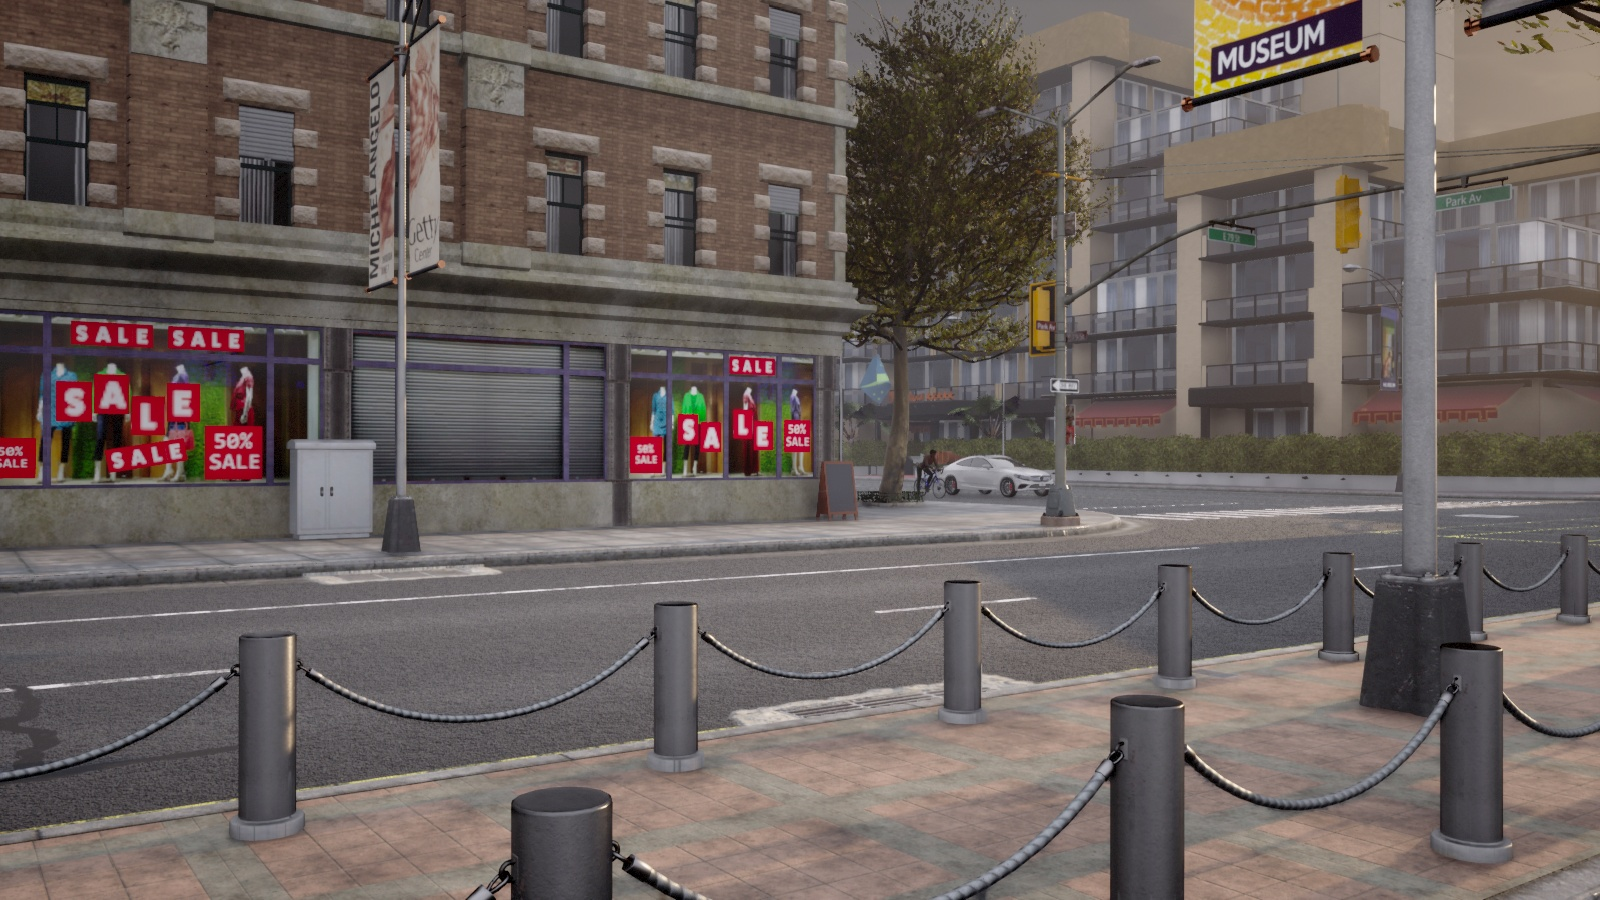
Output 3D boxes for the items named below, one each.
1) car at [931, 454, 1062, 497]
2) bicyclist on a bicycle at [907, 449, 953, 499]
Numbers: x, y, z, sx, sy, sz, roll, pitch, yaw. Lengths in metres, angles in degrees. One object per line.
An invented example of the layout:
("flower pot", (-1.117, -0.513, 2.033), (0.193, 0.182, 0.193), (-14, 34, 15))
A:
("car", (6.844, 0.864, 44.275), (1.812, 1.442, 4.674), (0, 0, -35))
("bicyclist on a bicycle", (4.320, 0.791, 41.780), (0.582, 1.620, 1.656), (0, 0, -35))
